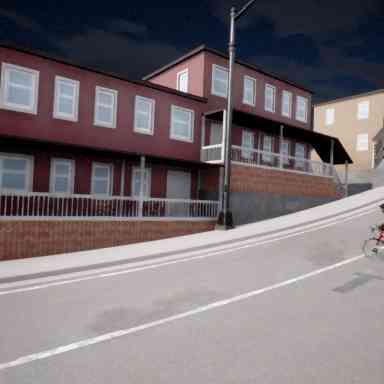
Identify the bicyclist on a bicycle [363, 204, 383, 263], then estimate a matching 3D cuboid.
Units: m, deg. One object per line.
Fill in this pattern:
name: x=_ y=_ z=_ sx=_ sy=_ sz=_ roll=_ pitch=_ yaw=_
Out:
bicyclist on a bicycle: x=5.232 y=1.114 z=8.645 sx=0.582 sy=1.620 sz=1.656 roll=-5 pitch=1 yaw=-36
